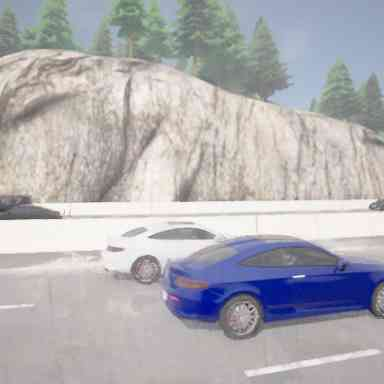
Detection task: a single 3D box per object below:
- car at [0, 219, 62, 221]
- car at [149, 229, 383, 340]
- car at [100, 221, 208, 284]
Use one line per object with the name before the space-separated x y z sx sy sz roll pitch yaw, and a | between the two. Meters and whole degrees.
car | -10.726 1.559 21.090 4.674 1.442 1.812 0 0 -15
car | 1.725 1.542 6.276 4.674 1.442 1.812 0 0 -17
car | -0.151 1.547 9.360 4.674 1.442 1.812 0 0 -17
